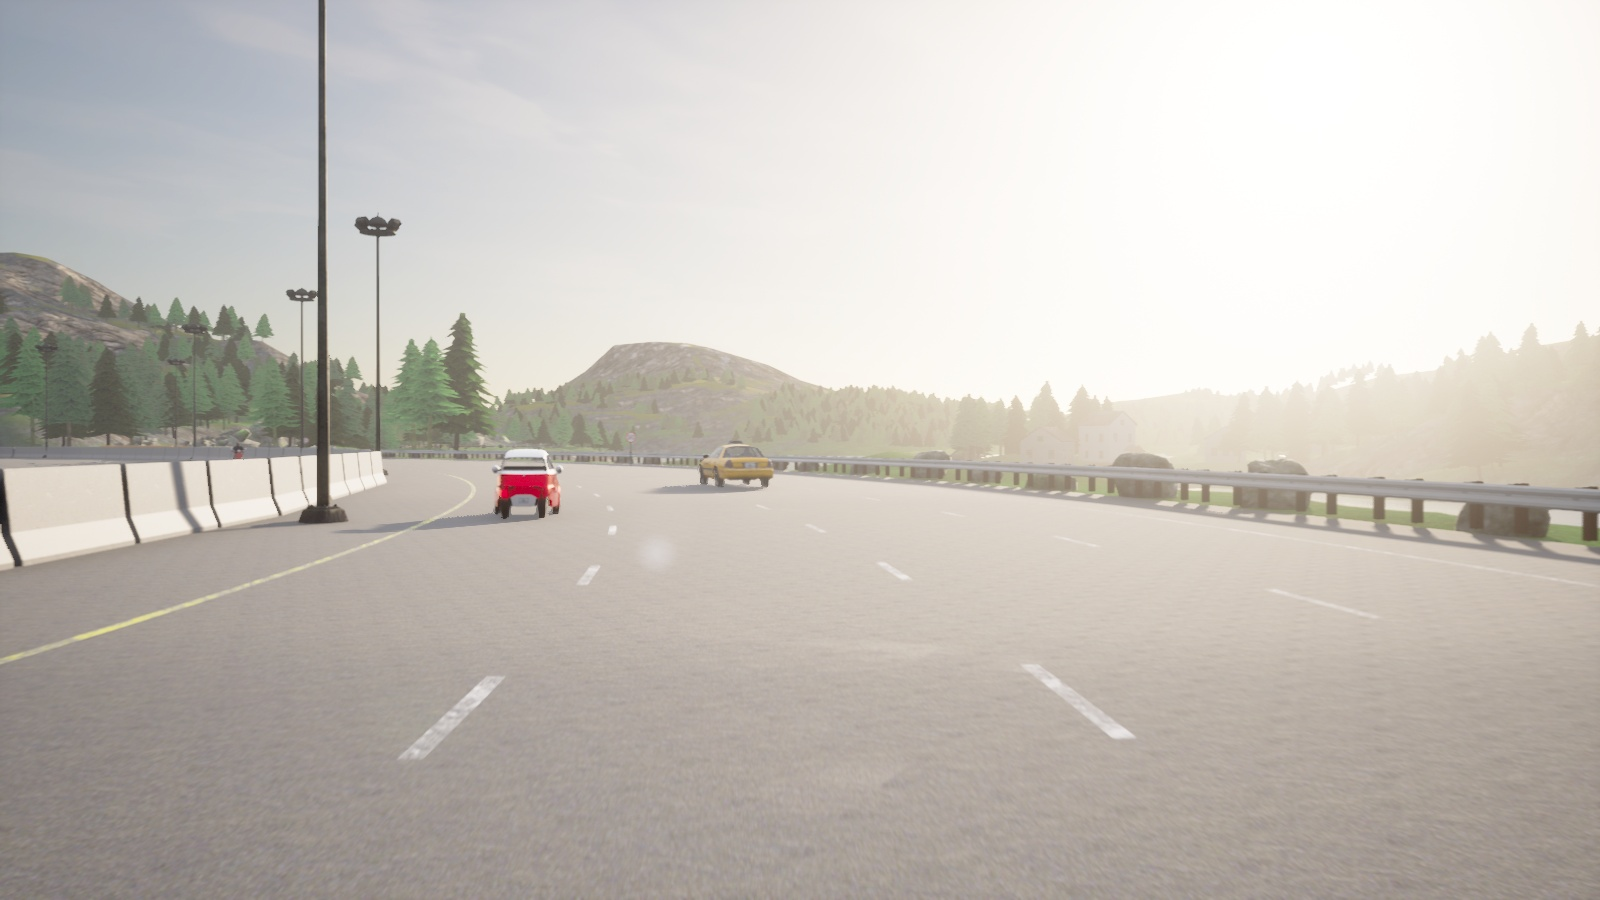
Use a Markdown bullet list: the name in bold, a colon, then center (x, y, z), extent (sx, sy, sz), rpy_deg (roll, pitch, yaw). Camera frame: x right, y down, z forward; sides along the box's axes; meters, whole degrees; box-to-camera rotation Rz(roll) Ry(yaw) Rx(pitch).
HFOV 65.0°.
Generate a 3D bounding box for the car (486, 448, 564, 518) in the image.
- **car**: center (-5.713, 0.651, 26.257), extent (1.481, 1.376, 2.207), rpy_deg (0, 1, -10)

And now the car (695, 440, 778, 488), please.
- **car**: center (-2.277, 0.439, 43.555), extent (1.801, 1.575, 5.366), rpy_deg (0, 0, -15)
